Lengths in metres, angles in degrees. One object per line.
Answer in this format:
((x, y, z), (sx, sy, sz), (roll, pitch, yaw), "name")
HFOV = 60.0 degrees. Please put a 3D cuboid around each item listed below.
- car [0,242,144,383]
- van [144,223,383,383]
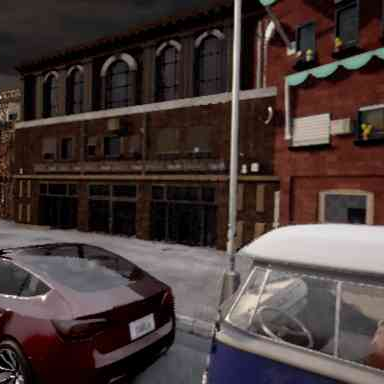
((-2.456, 1.508, 4.961), (4.792, 1.488, 2.163), (0, 0, 35), "car")
((2.025, 1.252, 1.840), (4.442, 1.987, 1.878), (0, 0, 36), "van")
